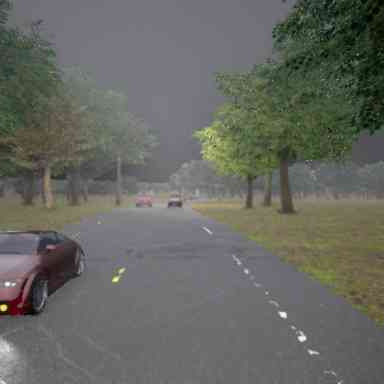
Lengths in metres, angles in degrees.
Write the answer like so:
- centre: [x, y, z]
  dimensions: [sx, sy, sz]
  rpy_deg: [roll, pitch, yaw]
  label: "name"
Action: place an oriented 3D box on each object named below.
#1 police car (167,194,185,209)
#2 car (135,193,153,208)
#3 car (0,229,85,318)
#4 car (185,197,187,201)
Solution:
- centre: [-2.358, 1.410, 45.367]
  dimensions: [1.930, 1.638, 5.238]
  rpy_deg: [0, 0, -3]
  label: "police car"
- centre: [-7.103, 1.236, 49.402]
  dimensions: [2.150, 2.045, 5.566]
  rpy_deg: [0, 0, -1]
  label: "car"
- centre: [-3.822, 1.551, 7.314]
  dimensions: [1.994, 1.385, 4.181]
  rpy_deg: [0, 0, -2]
  label: "car"
- centre: [-2.596, 1.419, 61.025]
  dimensions: [2.097, 1.767, 4.553]
  rpy_deg: [0, 0, 1]
  label: "car"
